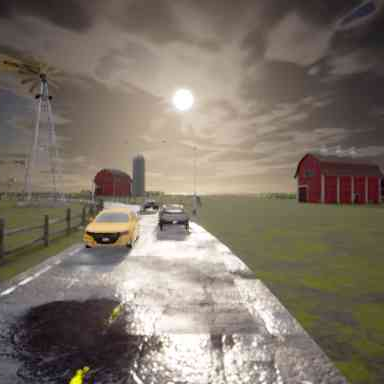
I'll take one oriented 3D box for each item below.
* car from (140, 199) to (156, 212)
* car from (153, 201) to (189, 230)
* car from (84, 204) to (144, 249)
[{"bbox_3d":[-5.422,1.646,42.056,1.837,1.490,4.892,0,0,-15],"label":"car"},{"bbox_3d":[-1.302,1.577,21.959,2.128,1.511,4.902,0,0,-7],"label":"car"},{"bbox_3d":[-3.443,1.535,15.056,1.882,1.535,5.008,0,0,-4],"label":"car"}]
